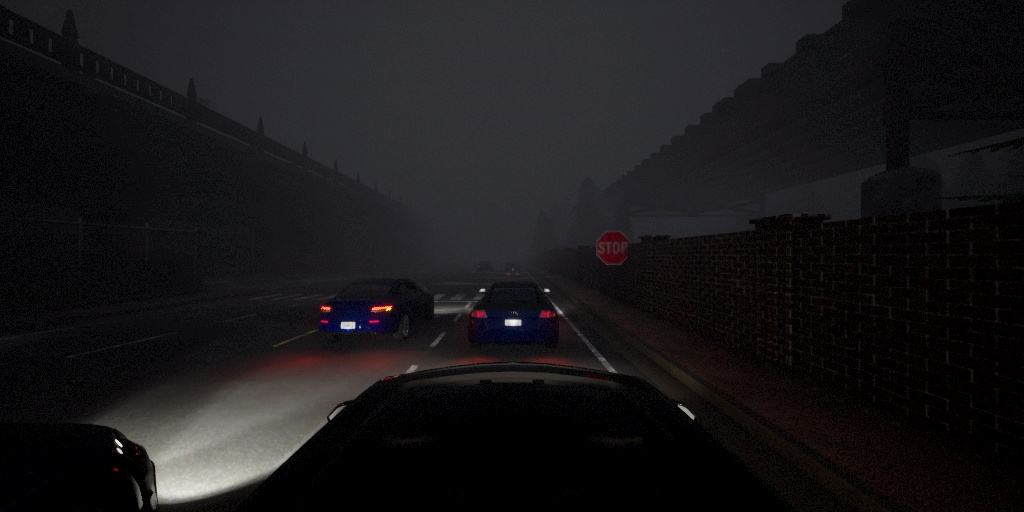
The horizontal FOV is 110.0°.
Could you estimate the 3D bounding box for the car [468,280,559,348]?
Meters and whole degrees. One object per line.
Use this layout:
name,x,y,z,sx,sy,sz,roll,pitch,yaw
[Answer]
car,0.066,1.314,9.238,1.994,1.385,4.181,0,0,1

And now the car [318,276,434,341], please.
car,-3.416,1.276,9.759,1.812,1.442,4.674,0,0,0

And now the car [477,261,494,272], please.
car,-3.413,1.297,45.889,2.033,1.411,5.357,0,0,-1

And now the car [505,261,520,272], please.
car,0.082,1.351,46.056,1.895,1.301,4.718,0,0,-1

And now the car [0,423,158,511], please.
car,-3.398,1.314,0.663,1.994,1.385,4.181,0,0,0
